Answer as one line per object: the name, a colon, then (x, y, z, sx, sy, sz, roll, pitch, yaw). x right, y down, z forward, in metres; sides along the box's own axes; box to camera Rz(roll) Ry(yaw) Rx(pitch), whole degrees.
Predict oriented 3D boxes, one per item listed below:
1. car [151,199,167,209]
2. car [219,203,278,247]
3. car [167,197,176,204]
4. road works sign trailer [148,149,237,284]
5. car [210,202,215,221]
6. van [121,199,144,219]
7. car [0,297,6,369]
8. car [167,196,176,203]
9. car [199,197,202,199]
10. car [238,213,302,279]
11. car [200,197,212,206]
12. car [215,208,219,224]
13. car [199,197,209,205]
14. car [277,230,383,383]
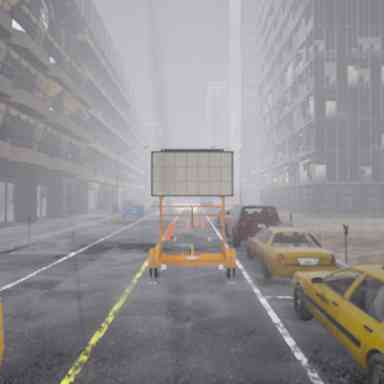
car: (-5.632, 2.044, 54.076, 1.802, 1.307, 4.206, 1, -1, 0)
car: (2.719, 1.434, 15.412, 2.192, 1.841, 5.009, 1, 0, 0)
car: (-5.608, 2.294, 81.689, 1.887, 1.381, 4.507, 1, -1, 0)
road works sign trailer: (0.009, 0.540, 9.773, 2.380, 3.560, 2.880, 0, 0, 0)
car: (2.725, 1.753, 26.456, 1.887, 1.381, 4.507, 1, 0, 0)
van: (-5.647, 1.597, 31.988, 1.690, 1.788, 3.998, 1, 0, 0)
car: (-2.999, 1.491, 1.616, 1.882, 1.535, 5.008, 0, 0, 0)
car: (-5.596, 2.191, 92.737, 2.192, 1.841, 5.009, 1, -1, 0)
car: (2.761, 1.889, 65.116, 2.192, 1.841, 5.009, 1, -1, 0)
car: (2.711, 1.603, 10.058, 1.752, 1.417, 4.829, 1, 0, 0)
car: (2.753, 2.083, 59.590, 1.947, 1.339, 4.313, 1, -1, 0)
car: (2.720, 1.729, 20.932, 1.947, 1.339, 4.313, 1, 0, 0)
car: (2.770, 2.004, 76.162, 2.192, 1.841, 5.009, 1, -1, 0)
car: (2.707, 1.561, 4.536, 1.752, 1.417, 4.829, 1, 0, 0)
